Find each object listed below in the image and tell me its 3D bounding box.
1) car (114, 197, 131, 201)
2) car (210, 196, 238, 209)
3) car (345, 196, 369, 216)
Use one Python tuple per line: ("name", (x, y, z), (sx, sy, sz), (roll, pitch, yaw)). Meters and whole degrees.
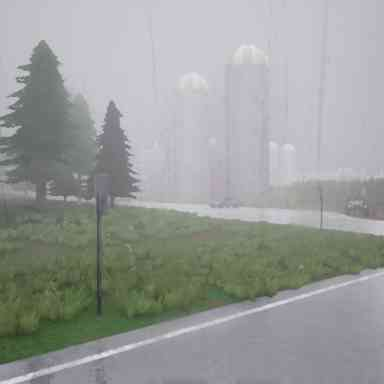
("car", (-15.120, 1.478, 71.325), (4.181, 1.381, 1.994), (0, 0, -36))
("car", (4.282, 1.411, 44.616), (3.988, 1.617, 1.851), (0, 0, -36))
("car", (15.908, 1.290, 32.200), (1.905, 1.878, 3.866), (0, 0, 24))
